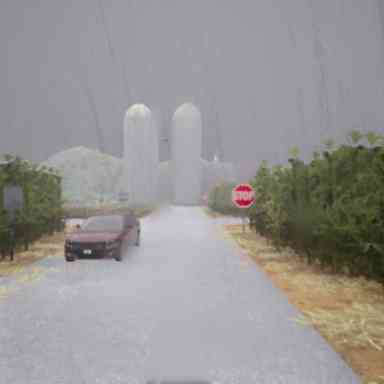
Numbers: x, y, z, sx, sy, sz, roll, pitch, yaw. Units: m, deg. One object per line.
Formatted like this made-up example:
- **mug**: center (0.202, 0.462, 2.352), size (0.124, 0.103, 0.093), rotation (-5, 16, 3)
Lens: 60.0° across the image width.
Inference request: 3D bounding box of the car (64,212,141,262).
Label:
- **car**: center (-3.161, 1.538, 12.620), size (1.882, 1.535, 5.008), rotation (0, 0, 0)
